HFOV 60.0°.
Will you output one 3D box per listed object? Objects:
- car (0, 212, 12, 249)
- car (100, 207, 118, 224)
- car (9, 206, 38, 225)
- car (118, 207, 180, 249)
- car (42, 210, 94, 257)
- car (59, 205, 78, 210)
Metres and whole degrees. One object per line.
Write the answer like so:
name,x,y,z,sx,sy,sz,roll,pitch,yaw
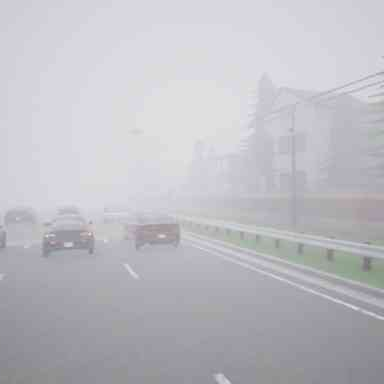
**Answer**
car,-8.451,1.736,12.757,1.812,1.442,4.674,0,0,-20
car,-6.701,1.927,28.049,1.895,1.301,4.718,0,-1,-20
car,-13.881,1.881,27.302,1.882,1.535,5.008,0,0,-20
car,-2.061,1.640,15.659,1.882,1.535,5.008,0,0,-20
car,-5.169,1.708,13.973,1.812,1.442,4.674,0,0,-20
car,-10.199,1.868,27.431,1.837,1.490,4.892,0,0,-20
